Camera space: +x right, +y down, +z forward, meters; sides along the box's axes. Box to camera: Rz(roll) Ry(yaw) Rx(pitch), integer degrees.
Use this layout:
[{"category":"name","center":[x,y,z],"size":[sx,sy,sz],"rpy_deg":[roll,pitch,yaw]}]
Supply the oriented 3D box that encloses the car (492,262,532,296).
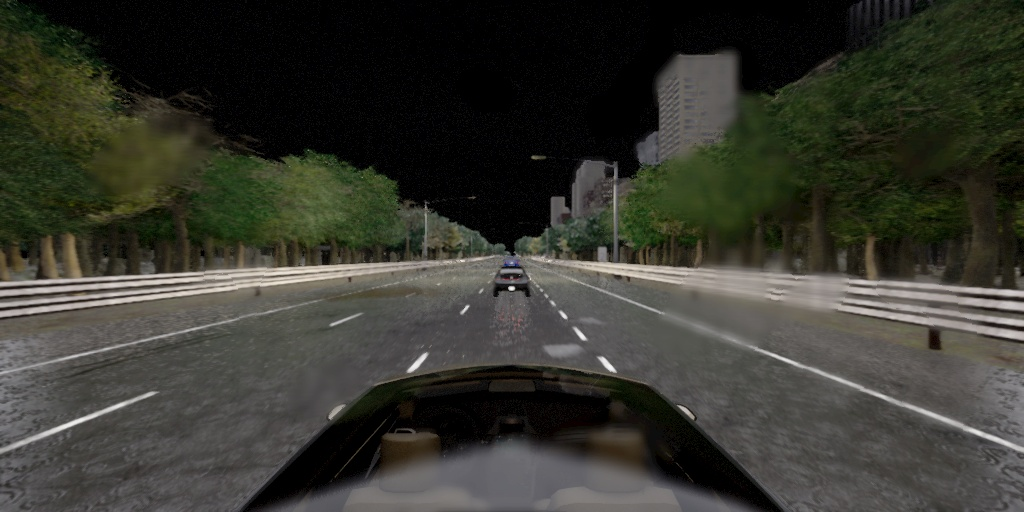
[{"category":"car","center":[-0.017,1.277,19.358],"size":[1.837,1.490,4.892],"rpy_deg":[0,0,0]}]

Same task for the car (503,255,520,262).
[{"category":"car","center":[-0.039,1.070,50.195],"size":[2.150,2.045,5.566],"rpy_deg":[0,0,0]}]
